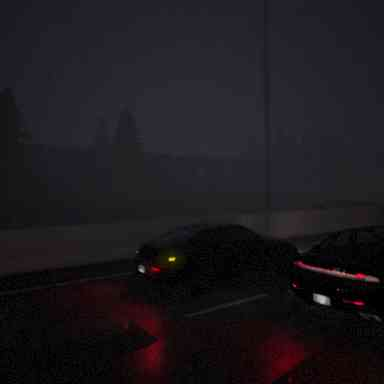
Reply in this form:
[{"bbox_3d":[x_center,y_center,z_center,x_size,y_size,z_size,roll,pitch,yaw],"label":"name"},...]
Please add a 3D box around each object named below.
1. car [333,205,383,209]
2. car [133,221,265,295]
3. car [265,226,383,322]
[{"bbox_3d":[13.286,1.362,26.375,5.357,1.411,2.033,0,0,-36],"label":"car"},{"bbox_3d":[0.776,1.487,8.598,4.674,1.442,1.812,-1,0,-35],"label":"car"},{"bbox_3d":[3.994,1.442,6.593,4.902,1.511,2.128,-1,0,-35],"label":"car"}]
